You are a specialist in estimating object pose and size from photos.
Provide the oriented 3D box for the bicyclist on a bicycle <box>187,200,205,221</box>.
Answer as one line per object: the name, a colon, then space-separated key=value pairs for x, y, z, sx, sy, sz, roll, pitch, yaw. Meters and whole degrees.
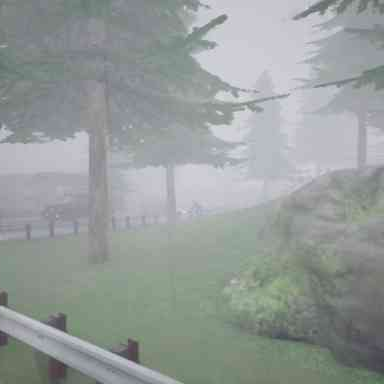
bicyclist on a bicycle: x=0.300 y=1.418 z=25.173 sx=1.656 sy=1.620 sz=0.582 roll=-1 pitch=1 yaw=36

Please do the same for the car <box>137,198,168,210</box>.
car: x=-5.212 y=1.525 z=43.782 sx=1.994 sy=1.385 sz=4.181 roll=0 pitch=0 yaw=-43

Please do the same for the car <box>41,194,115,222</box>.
car: x=-8.415 y=1.182 z=25.193 sx=2.150 sy=2.045 sz=5.566 roll=0 pitch=0 yaw=36

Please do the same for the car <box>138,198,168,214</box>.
car: x=-3.403 y=1.465 z=33.893 sx=1.837 sy=1.490 sz=4.892 roll=0 pitch=0 yaw=16
